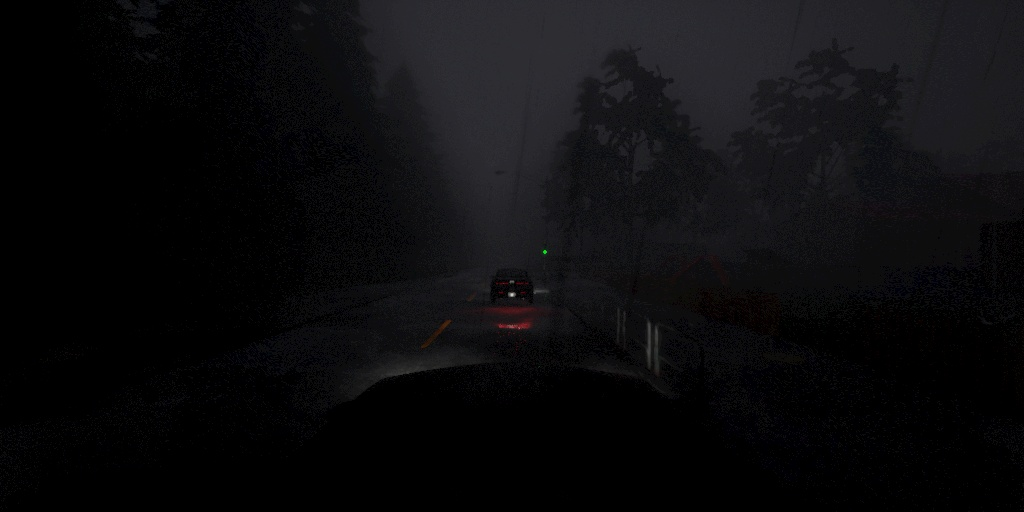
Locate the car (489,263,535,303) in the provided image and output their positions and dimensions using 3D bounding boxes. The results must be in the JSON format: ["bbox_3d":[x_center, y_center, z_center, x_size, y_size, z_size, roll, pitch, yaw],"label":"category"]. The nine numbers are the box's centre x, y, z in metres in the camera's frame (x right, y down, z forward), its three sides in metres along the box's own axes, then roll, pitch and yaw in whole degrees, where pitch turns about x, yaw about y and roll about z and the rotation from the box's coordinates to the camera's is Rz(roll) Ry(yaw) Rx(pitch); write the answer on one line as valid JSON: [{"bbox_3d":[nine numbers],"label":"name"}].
[{"bbox_3d":[0.000,1.265,16.500,1.837,1.490,4.892,0,0,0],"label":"car"}]
